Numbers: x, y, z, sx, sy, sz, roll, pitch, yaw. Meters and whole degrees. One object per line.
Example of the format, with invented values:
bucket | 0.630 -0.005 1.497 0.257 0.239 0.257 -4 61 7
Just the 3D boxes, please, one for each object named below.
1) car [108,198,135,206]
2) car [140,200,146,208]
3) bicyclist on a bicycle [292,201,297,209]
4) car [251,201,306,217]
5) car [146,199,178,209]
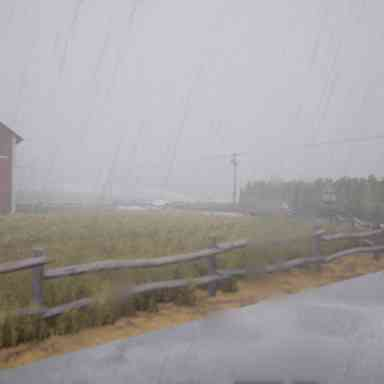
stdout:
car | -12.677 1.794 59.184 5.357 1.411 2.033 0 0 33
car | -6.442 1.817 51.403 1.994 1.385 4.181 1 0 -35
bicyclist on a bicycle | 10.351 1.740 33.421 1.656 1.620 0.582 0 0 -35
car | 6.888 1.569 26.813 2.097 1.767 4.553 1 0 -35
car | -3.580 1.743 41.609 1.812 1.442 4.674 1 0 -35
